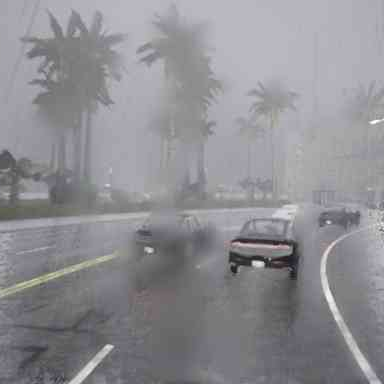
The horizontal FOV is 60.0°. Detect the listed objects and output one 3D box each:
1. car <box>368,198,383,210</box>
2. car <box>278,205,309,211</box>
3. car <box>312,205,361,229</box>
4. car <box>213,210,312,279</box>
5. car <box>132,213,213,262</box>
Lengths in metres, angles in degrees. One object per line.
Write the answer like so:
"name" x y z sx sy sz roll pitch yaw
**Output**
"car" 28.873 1.766 50.455 4.553 1.767 2.097 0 0 -25
"car" 7.865 1.696 25.626 1.812 1.442 4.674 0 0 40
"car" 10.304 1.679 23.102 1.837 1.490 4.892 0 0 40
"car" 2.481 1.558 10.392 2.128 1.511 4.902 0 0 21
"car" -0.406 1.564 12.518 1.837 1.490 4.892 0 0 22
